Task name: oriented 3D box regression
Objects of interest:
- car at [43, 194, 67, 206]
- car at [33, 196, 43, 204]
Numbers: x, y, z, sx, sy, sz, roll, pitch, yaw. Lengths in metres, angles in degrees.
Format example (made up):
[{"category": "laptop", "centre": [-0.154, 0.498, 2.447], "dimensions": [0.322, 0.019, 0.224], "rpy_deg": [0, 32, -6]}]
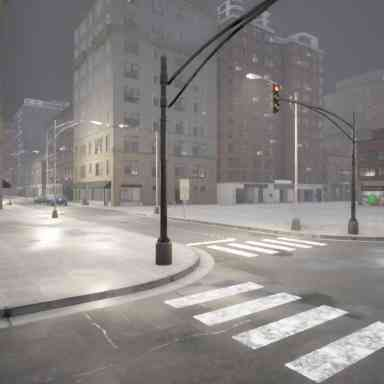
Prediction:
[{"category": "car", "centre": [-19.661, 1.119, 48.181], "dimensions": [2.097, 1.767, 4.553], "rpy_deg": [0, 0, -36]}, {"category": "car", "centre": [-25.456, 1.287, 56.294], "dimensions": [1.994, 1.385, 4.181], "rpy_deg": [0, 0, -36]}]
